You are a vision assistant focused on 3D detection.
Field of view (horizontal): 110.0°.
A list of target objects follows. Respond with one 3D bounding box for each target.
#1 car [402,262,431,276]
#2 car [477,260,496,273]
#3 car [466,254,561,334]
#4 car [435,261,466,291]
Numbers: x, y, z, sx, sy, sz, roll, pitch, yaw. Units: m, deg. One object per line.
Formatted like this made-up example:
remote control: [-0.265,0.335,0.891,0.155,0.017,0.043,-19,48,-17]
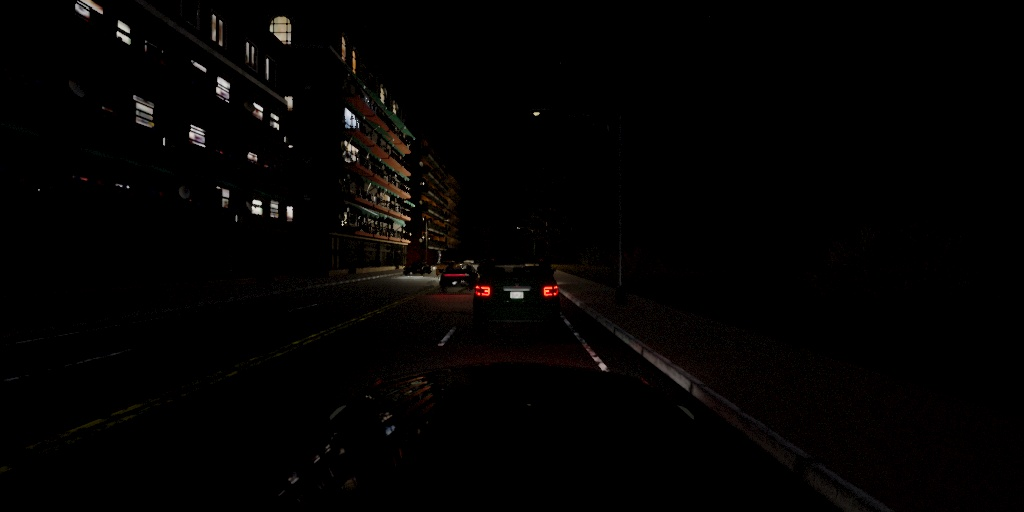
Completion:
car: [-9.714,1.299,37.204,2.033,1.411,5.357,0,0,0]
car: [-2.987,1.228,43.372,1.882,1.535,5.008,0,0,0]
car: [0.129,0.973,10.762,2.150,2.045,5.566,0,0,0]
car: [-3.073,1.243,21.744,2.128,1.511,4.902,0,0,0]
